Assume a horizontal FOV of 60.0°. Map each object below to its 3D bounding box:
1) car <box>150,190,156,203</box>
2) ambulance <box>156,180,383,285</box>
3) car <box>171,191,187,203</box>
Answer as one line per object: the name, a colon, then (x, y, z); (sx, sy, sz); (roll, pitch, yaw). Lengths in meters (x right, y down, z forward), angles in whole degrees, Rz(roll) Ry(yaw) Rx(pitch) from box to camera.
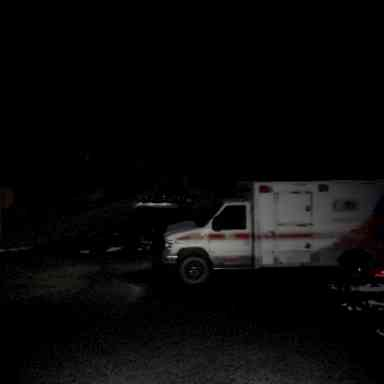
car: (-4.526, 0.472, 45.197); (2.097, 1.767, 4.553); (0, 2, -2)
ambulance: (2.401, 0.923, 8.808); (6.366, 2.431, 2.351); (-1, 2, -3)
car: (-1.719, 0.670, 45.747); (1.994, 1.385, 4.181); (0, 2, 0)
